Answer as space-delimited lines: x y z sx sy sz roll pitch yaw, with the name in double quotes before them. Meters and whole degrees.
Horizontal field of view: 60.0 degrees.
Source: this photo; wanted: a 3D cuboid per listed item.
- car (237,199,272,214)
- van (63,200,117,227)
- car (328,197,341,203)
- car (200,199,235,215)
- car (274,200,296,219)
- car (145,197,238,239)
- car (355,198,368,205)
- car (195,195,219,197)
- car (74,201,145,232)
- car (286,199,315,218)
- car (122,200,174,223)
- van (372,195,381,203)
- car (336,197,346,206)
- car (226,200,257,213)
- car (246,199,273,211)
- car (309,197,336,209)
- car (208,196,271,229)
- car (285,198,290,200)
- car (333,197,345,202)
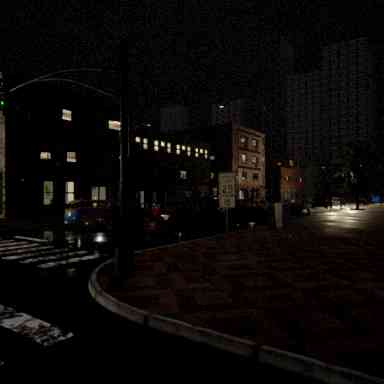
"car" 7.159 1.609 37.694 1.882 1.535 5.008 0 0 36
"van" -6.701 1.413 22.631 1.690 1.788 3.998 -1 0 35
"car" 34.805 1.914 81.233 2.008 1.369 4.403 -1 -1 35
"car" 2.877 1.569 36.155 1.967 1.590 4.097 -1 -1 35
"car" 6.525 1.616 26.804 1.887 1.381 4.507 -1 -1 35
"car" 0.138 1.349 17.790 2.192 1.841 5.009 -1 -1 35
"car" 32.067 1.801 62.868 2.008 1.369 4.403 -1 -1 35
"car" 1.117 1.315 29.184 2.150 2.045 5.566 0 0 35
"car" -4.584 1.538 21.137 1.882 1.535 5.008 0 0 35
"car" 9.718 1.657 31.313 1.947 1.339 4.313 -1 -1 35
"car" -3.509 1.530 27.138 1.967 1.590 4.097 -1 -1 35
"van" 44.837 1.694 80.903 1.690 1.788 3.998 -1 -1 35
"car" 25.356 1.828 57.867 1.895 1.301 4.718 0 0 36
"car" 6.070 1.700 40.661 2.008 1.369 4.403 -1 -1 35
"car" 9.263 1.722 45.169 2.008 1.369 4.403 -1 -1 35
"car" 19.485 1.536 49.577 2.097 1.767 4.553 0 0 35
"car" 3.331 1.367 22.298 2.192 1.841 5.009 -1 -1 35
"car" 15.549 1.741 54.046 1.752 1.417 4.829 -1 -1 35
"car" 37.998 1.935 85.741 1.887 1.381 4.507 -1 -1 35
